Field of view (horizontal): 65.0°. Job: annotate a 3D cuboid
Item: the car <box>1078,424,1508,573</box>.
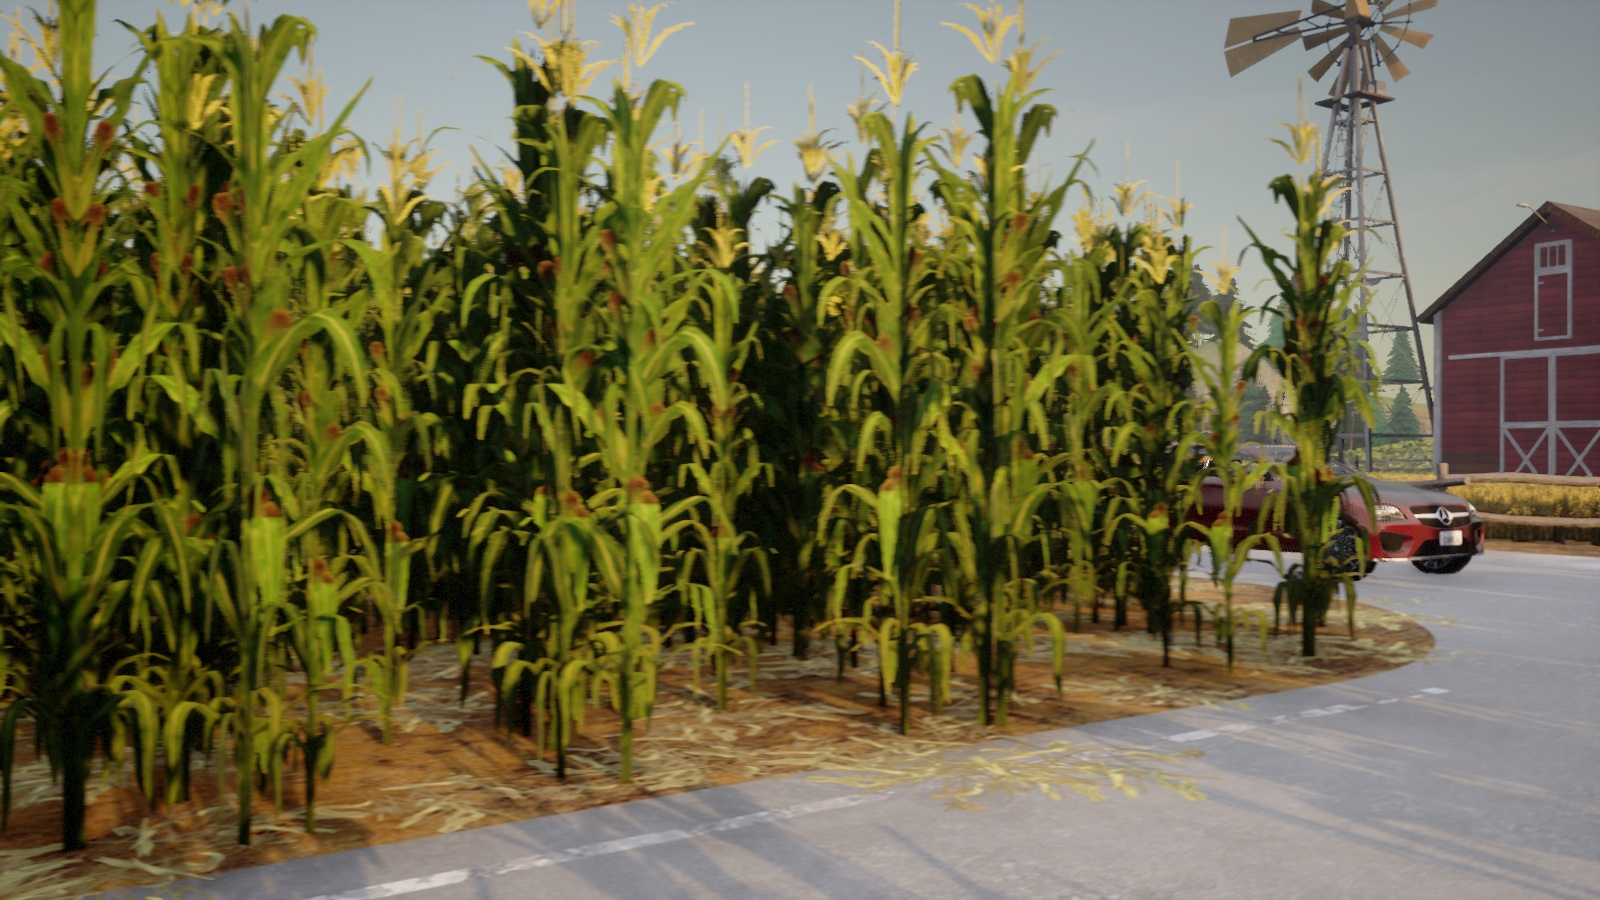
[{"bbox_3d":[6.232,0.544,16.585,2.152,1.651,5.027,0,0,-30],"label":"car"}]
